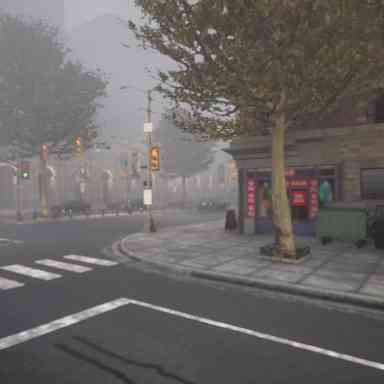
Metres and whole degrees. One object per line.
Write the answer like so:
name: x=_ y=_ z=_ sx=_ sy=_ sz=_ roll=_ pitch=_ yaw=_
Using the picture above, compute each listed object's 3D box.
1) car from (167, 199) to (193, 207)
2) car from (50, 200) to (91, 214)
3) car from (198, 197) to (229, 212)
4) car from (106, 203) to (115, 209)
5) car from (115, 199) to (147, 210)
car: x=-1.906 y=1.766 z=53.611 sx=1.895 sy=1.301 sz=4.718 roll=0 pitch=0 yaw=36
car: x=-13.653 y=1.672 z=37.337 sx=1.837 sy=1.490 sz=4.892 roll=0 pitch=0 yaw=36
car: x=2.651 y=1.458 z=39.946 sx=2.097 sy=1.767 sz=4.553 roll=0 pitch=0 yaw=36
car: x=-10.016 y=1.777 z=47.765 sx=1.895 sy=1.301 sz=4.718 roll=0 pitch=0 yaw=36
car: x=-7.806 y=1.692 z=45.422 sx=1.812 sy=1.442 sz=4.674 roll=0 pitch=0 yaw=36
